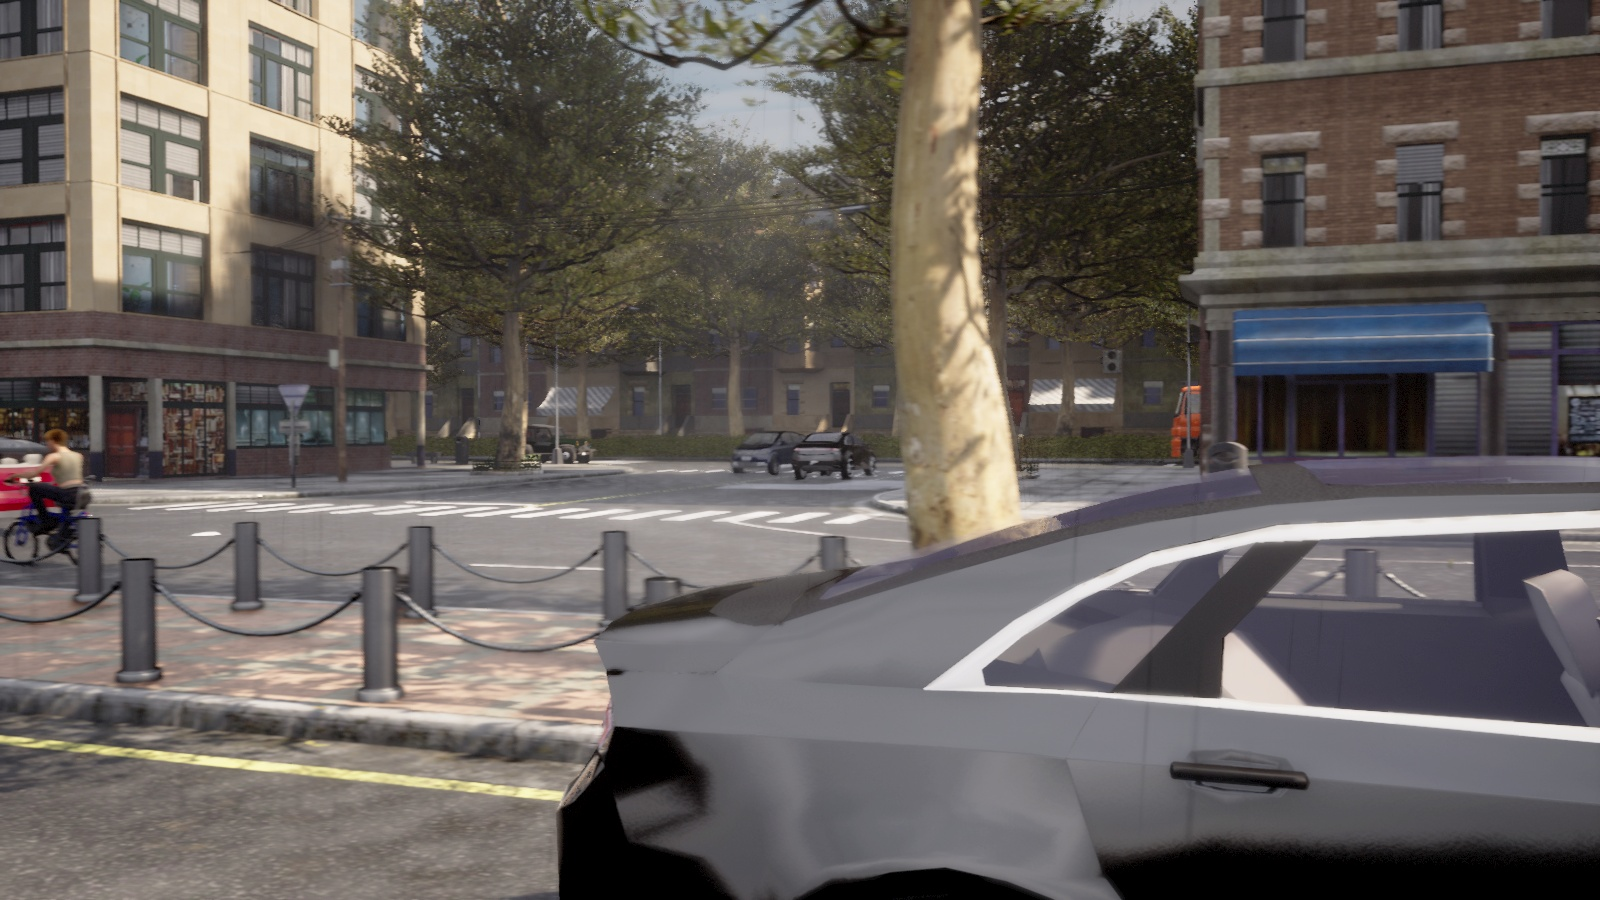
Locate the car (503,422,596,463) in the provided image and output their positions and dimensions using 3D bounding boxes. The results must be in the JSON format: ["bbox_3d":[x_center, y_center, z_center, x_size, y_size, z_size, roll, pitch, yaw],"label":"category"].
[{"bbox_3d":[-11.815,-0.373,59.359,3.866,1.878,1.905,1,1,19],"label":"car"}]

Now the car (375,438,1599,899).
[{"bbox_3d":[1.873,0.749,2.562,4.902,1.511,2.128,1,1,19],"label":"car"}]

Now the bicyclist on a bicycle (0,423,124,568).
[{"bbox_3d":[-8.815,0.496,14.602,1.509,1.612,0.866,1,1,18],"label":"bicyclist on a bicycle"}]

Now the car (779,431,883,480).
[{"bbox_3d":[1.095,0.121,41.548,2.128,1.511,4.902,1,1,18],"label":"car"}]

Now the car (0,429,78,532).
[{"bbox_3d":[-13.646,0.435,19.916,3.705,1.549,1.789,1,1,19],"label":"car"}]

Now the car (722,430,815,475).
[{"bbox_3d":[-1.103,0.073,45.458,1.789,1.549,3.705,0,1,28],"label":"car"}]

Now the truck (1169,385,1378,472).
[{"bbox_3d":[19.642,-0.922,52.510,7.936,3.462,2.891,1,1,19],"label":"truck"}]
